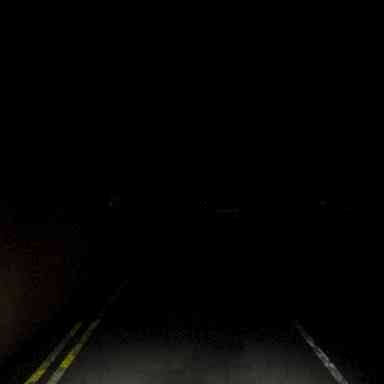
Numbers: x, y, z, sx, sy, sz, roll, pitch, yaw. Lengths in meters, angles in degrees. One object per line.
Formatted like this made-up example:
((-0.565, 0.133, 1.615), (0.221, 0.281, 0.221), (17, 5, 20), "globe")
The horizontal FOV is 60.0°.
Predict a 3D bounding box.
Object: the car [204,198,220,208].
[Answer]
((3.729, 1.347, 41.981), (4.718, 1.301, 1.895), (0, 0, -42), "car")

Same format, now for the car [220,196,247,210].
((5.969, 1.267, 39.223), (4.892, 1.490, 1.837), (0, 0, -42), "car")

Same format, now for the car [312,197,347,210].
((15.601, 1.297, 37.747), (4.674, 1.442, 1.812), (0, 0, -34), "car")

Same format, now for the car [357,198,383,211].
((19.999, 1.344, 36.262), (4.181, 1.385, 1.994), (0, 0, -30), "car")
